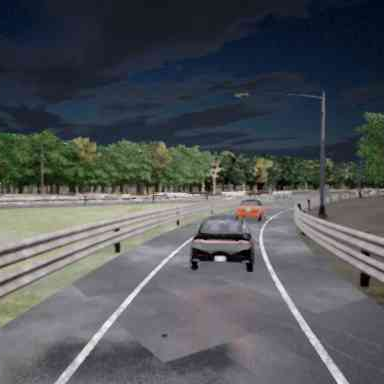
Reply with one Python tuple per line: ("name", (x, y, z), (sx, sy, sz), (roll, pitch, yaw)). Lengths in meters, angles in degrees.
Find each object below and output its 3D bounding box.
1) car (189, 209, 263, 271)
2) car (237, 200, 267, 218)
("car", (1.085, 1.561, 11.210), (2.128, 1.511, 4.902), (0, 0, 8))
("car", (5.171, 1.438, 28.582), (2.097, 1.767, 4.553), (1, 1, 18))
